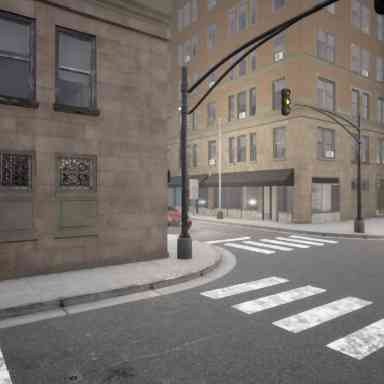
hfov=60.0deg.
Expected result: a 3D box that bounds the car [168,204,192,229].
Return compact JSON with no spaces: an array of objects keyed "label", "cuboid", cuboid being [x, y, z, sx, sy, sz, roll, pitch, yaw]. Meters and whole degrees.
[{"label":"car","cuboid":[-1.890,1.427,19.828,1.812,1.442,4.674,0,0,-36]}]
